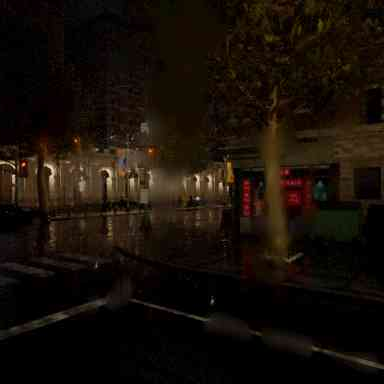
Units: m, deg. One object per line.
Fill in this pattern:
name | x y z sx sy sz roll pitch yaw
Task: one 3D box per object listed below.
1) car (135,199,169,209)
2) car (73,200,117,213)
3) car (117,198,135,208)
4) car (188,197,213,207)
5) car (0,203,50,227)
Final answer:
car | -4.934 1.564 43.901 1.994 1.385 4.181 0 0 35
car | -10.694 1.564 35.895 1.994 1.385 4.181 0 0 36
car | -10.235 1.595 47.907 1.895 1.301 4.718 0 0 36
car | 1.318 1.547 52.545 2.033 1.411 5.357 0 0 36
car | -11.711 1.505 21.218 4.892 1.490 1.837 0 1 -39
